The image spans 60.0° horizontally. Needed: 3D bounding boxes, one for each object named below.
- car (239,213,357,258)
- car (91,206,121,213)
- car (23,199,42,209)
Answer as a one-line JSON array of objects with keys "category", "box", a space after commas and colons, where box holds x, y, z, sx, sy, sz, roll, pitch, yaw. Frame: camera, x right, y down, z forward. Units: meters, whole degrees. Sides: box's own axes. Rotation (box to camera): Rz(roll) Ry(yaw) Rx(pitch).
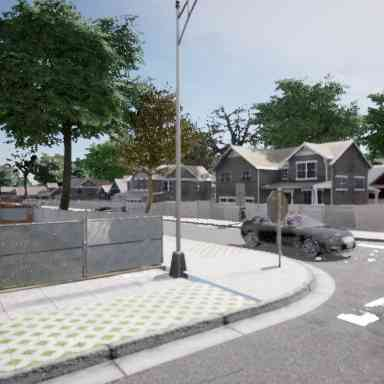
[{"category": "car", "box": [4.081, 1.632, 13.598, 2.128, 1.511, 4.902, 0, -1, -36]}, {"category": "car", "box": [-7.603, 2.000, 29.655, 1.812, 1.442, 4.674, 0, -1, -36]}, {"category": "car", "box": [-27.196, 2.195, 56.571, 2.150, 2.045, 5.566, 0, -1, -36]}]
